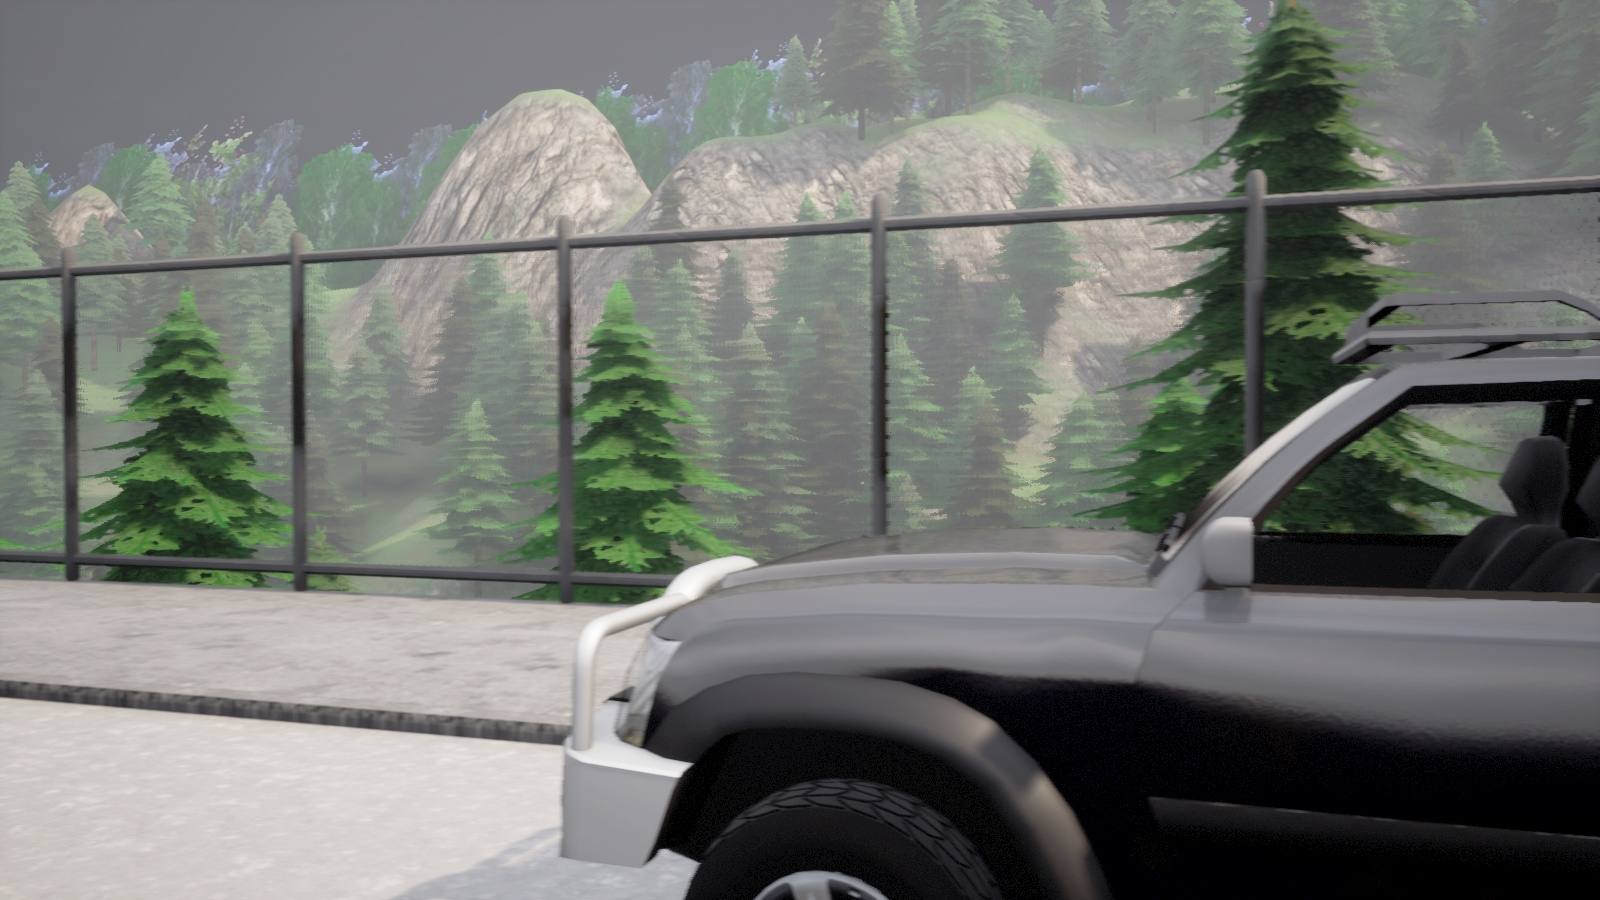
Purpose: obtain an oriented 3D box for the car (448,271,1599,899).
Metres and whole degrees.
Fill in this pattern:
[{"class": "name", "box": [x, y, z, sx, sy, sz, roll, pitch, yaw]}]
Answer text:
[{"class": "car", "box": [1.656, 0.599, 3.159, 4.605, 1.855, 1.932, 1, 1, 19]}]
